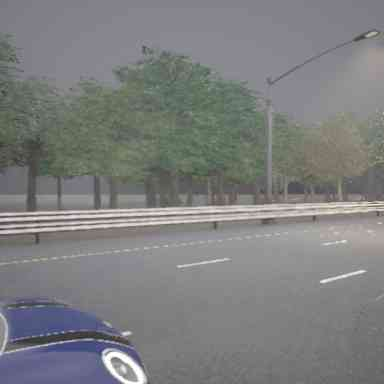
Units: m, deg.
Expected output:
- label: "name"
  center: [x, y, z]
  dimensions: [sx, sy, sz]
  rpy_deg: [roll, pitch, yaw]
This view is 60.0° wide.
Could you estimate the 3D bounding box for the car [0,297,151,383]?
- label: "car"
  center: [-2.491, 1.351, 2.094]
  dimensions: [4.553, 1.767, 2.097]
  rpy_deg: [0, 0, -36]
